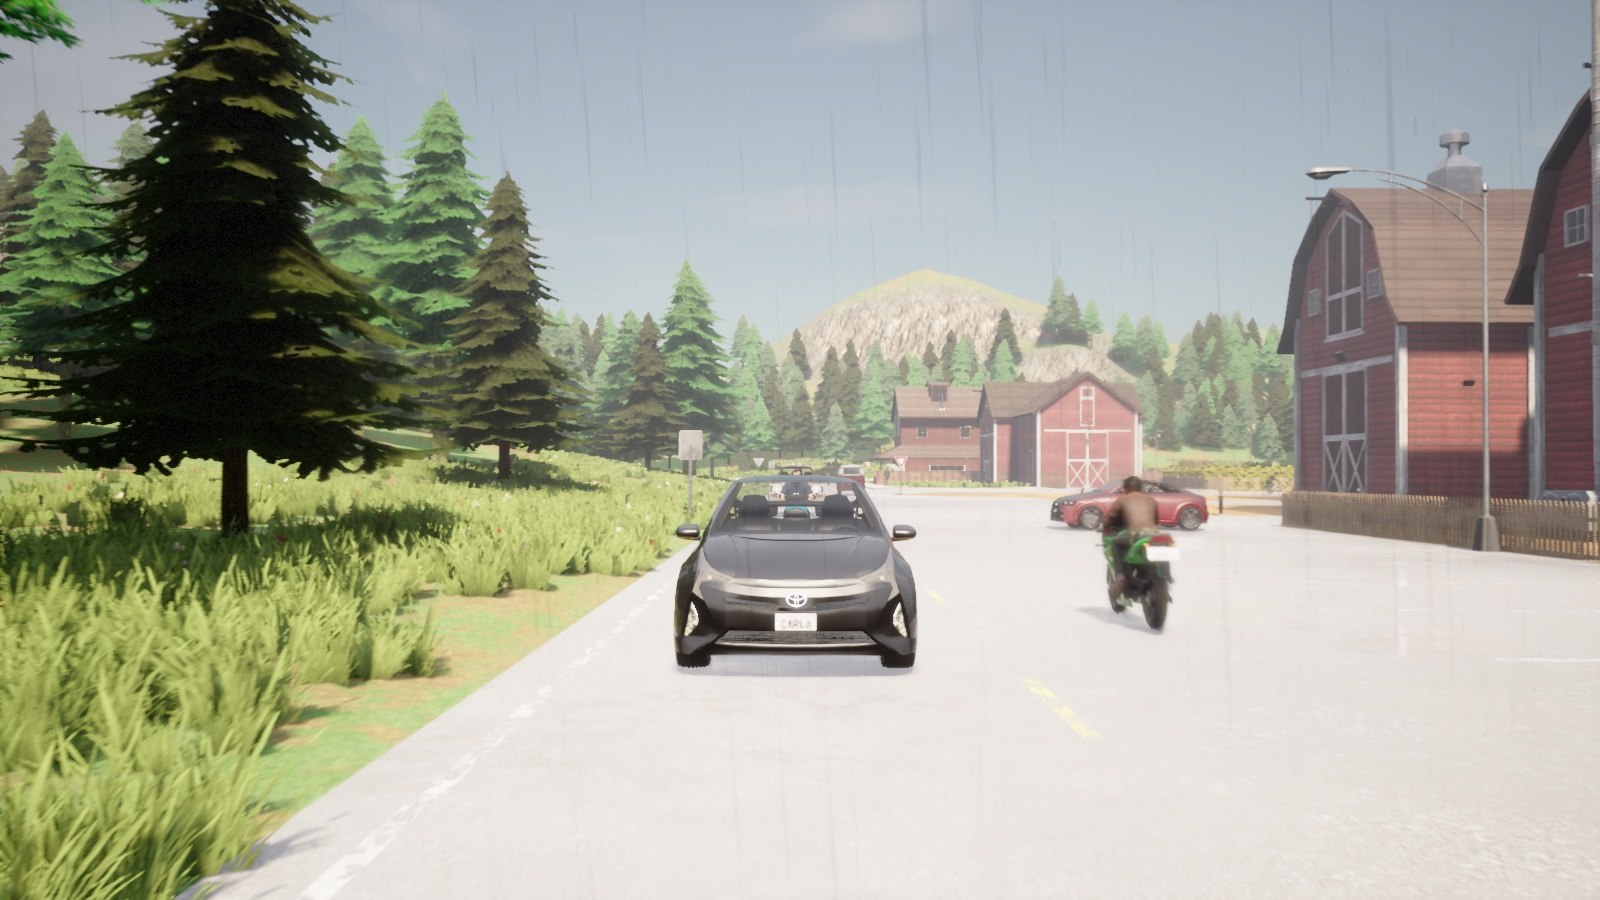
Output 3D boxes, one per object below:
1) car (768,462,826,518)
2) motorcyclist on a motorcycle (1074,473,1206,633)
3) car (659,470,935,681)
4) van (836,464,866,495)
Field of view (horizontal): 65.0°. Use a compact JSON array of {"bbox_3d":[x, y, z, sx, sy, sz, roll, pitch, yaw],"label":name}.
[{"bbox_3d":[-0.107,1.368,43.989,1.932,1.855,4.605,0,-1,0],"label":"car"},{"bbox_3d":[3.468,1.001,13.017,0.797,1.523,2.044,0,-1,0],"label":"motorcyclist on a motorcycle"},{"bbox_3d":[-0.028,0.953,11.416,2.007,1.525,4.514,0,-1,0],"label":"car"},{"bbox_3d":[3.300,1.934,82.457,1.775,1.987,4.442,0,-1,0],"label":"van"}]
